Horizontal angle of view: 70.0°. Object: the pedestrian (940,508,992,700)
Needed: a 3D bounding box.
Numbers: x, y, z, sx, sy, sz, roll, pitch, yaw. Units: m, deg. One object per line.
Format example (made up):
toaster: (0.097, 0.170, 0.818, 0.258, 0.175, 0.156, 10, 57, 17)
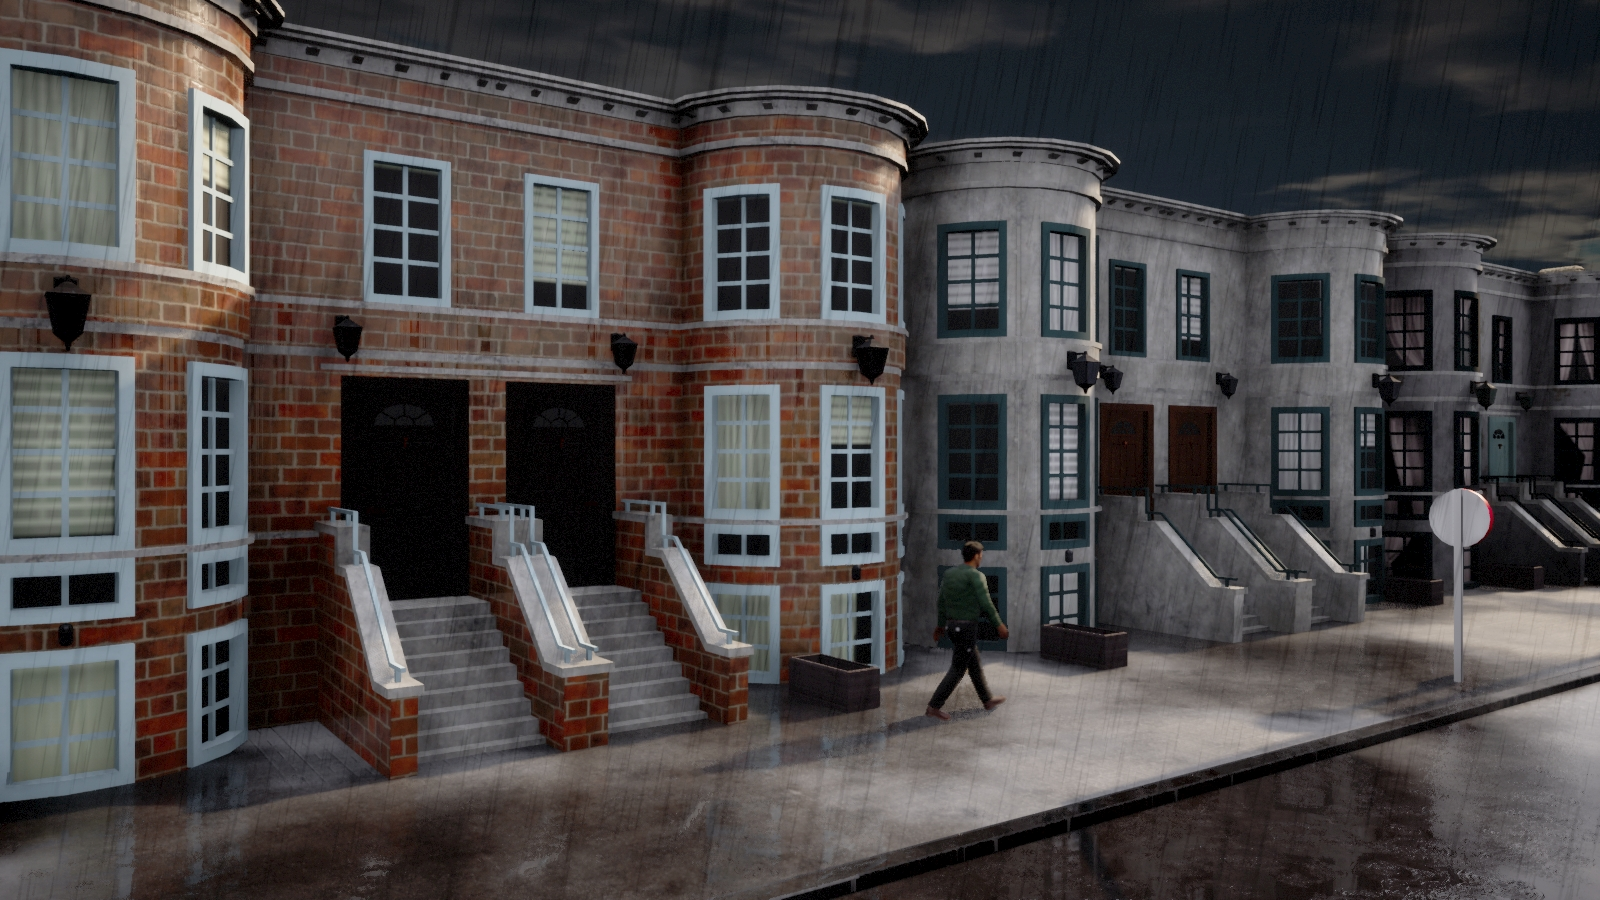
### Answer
pedestrian: (1.662, 1.524, 11.451, 0.375, 1.860, 0.375, 0, 0, -27)
